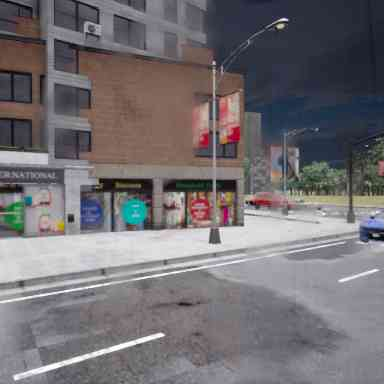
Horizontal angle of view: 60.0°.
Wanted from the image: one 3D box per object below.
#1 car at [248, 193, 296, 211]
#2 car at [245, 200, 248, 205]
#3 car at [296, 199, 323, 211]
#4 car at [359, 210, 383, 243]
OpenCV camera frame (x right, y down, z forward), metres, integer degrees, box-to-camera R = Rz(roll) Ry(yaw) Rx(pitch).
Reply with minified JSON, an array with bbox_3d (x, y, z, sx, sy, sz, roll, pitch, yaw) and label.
[{"bbox_3d":[9.383,1.120,39.463,2.150,2.045,5.566,0,0,-22],"label":"car"},{"bbox_3d":[9.586,1.470,47.548,1.895,1.301,4.718,0,0,-22],"label":"car"},{"bbox_3d":[13.075,1.490,39.076,1.895,1.301,4.718,0,0,-23],"label":"car"},{"bbox_3d":[9.374,1.476,14.948,5.008,1.535,1.882,0,0,-38],"label":"car"}]
